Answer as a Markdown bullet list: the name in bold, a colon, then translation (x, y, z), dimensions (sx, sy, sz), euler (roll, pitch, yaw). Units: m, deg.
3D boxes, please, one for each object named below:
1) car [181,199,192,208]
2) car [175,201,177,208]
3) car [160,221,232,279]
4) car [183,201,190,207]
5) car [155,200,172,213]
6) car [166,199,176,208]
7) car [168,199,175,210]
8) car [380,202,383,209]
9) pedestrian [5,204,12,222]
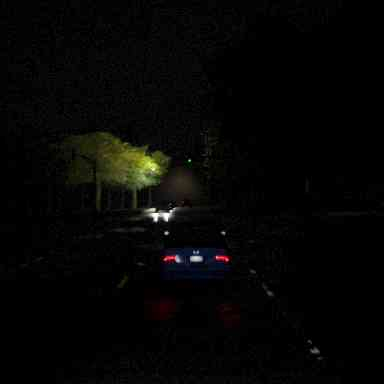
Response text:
- **car**: translation (-1.156, 2.473, 73.650), dimensions (2.150, 2.045, 5.566), euler (0, -2, -1)
- **car**: translation (-4.491, 2.598, 65.911), dimensions (1.994, 1.385, 4.181), euler (0, -1, -1)
- **car**: translation (0.097, 1.596, 10.171), dimensions (2.033, 1.411, 5.357), euler (0, 0, 0)
- **car**: translation (-1.489, 3.269, 88.469), dimensions (1.837, 1.490, 4.892), euler (0, -2, -1)
- **car**: translation (-4.156, 2.204, 46.859), dimensions (1.895, 1.301, 4.718), euler (0, -1, -1)
- **car**: translation (-4.721, 2.559, 76.372), dimensions (2.150, 2.045, 5.566), euler (0, -2, -1)
- **car**: translation (-4.340, 2.154, 55.964), dimensions (2.097, 1.767, 4.553), euler (0, -1, -1)
- **car**: translation (18.268, 0.949, 27.418), dimensions (4.718, 1.301, 1.895), euler (-2, -1, 2)
- **pedestrian**: translation (-18.081, 2.060, 32.703), dimensions (0.375, 1.860, 0.375), euler (0, 1, 2)
